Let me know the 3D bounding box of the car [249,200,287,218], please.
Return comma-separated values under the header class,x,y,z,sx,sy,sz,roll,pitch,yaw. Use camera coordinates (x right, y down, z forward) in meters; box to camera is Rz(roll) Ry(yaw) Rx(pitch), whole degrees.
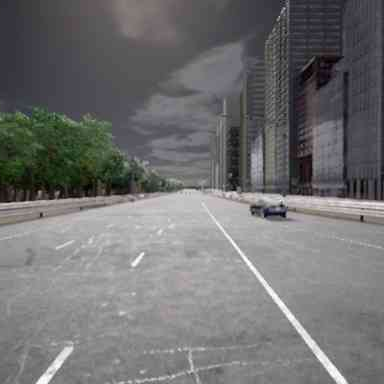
class,x,y,z,sx,sy,sz,roll,pitch,yaw
car,6.459,1.385,28.644,2.163,1.488,4.792,0,0,-9
